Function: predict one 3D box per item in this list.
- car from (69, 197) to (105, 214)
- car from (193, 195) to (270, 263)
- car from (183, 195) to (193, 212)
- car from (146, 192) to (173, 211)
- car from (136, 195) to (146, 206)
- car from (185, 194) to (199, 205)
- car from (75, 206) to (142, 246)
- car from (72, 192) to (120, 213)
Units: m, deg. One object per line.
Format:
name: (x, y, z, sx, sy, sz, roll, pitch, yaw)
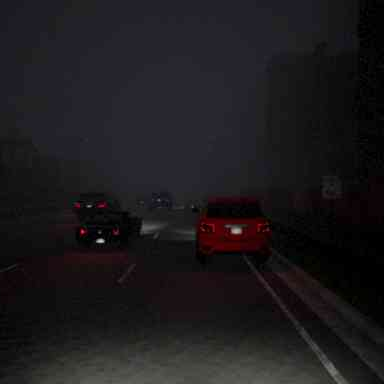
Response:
car: (-10.406, 1.268, 33.385, 2.128, 1.511, 4.902, 0, 0, 0)
car: (1.223, 1.144, 11.828, 2.150, 2.045, 5.566, 0, 0, 0)
car: (0.039, 1.274, 37.761, 1.812, 1.442, 4.674, 0, 0, 0)
car: (-3.407, 0.971, 37.385, 2.150, 2.045, 5.566, 0, 0, 0)
car: (-6.909, 1.180, 48.246, 1.837, 1.490, 4.892, 0, -1, 0)
car: (0.024, 1.152, 51.072, 2.128, 1.511, 4.902, 0, 0, 0)
car: (-3.403, 1.503, 14.587, 1.895, 1.301, 4.718, 0, 0, 0)
car: (-6.905, 1.052, 25.009, 2.150, 2.045, 5.566, 0, 0, 0)
